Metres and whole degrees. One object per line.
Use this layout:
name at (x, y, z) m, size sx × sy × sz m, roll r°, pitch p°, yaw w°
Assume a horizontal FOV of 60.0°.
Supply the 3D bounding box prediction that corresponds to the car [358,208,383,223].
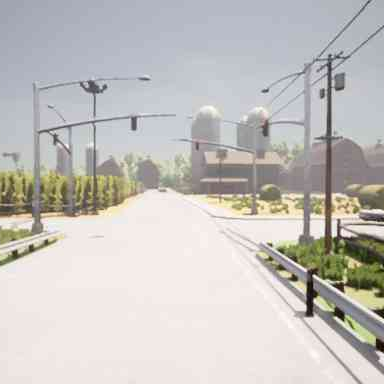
car at (14.306, 1.557, 23.335) m, size 4.718 × 1.301 × 1.895 m, roll 0°, pitch 1°, yaw -3°
